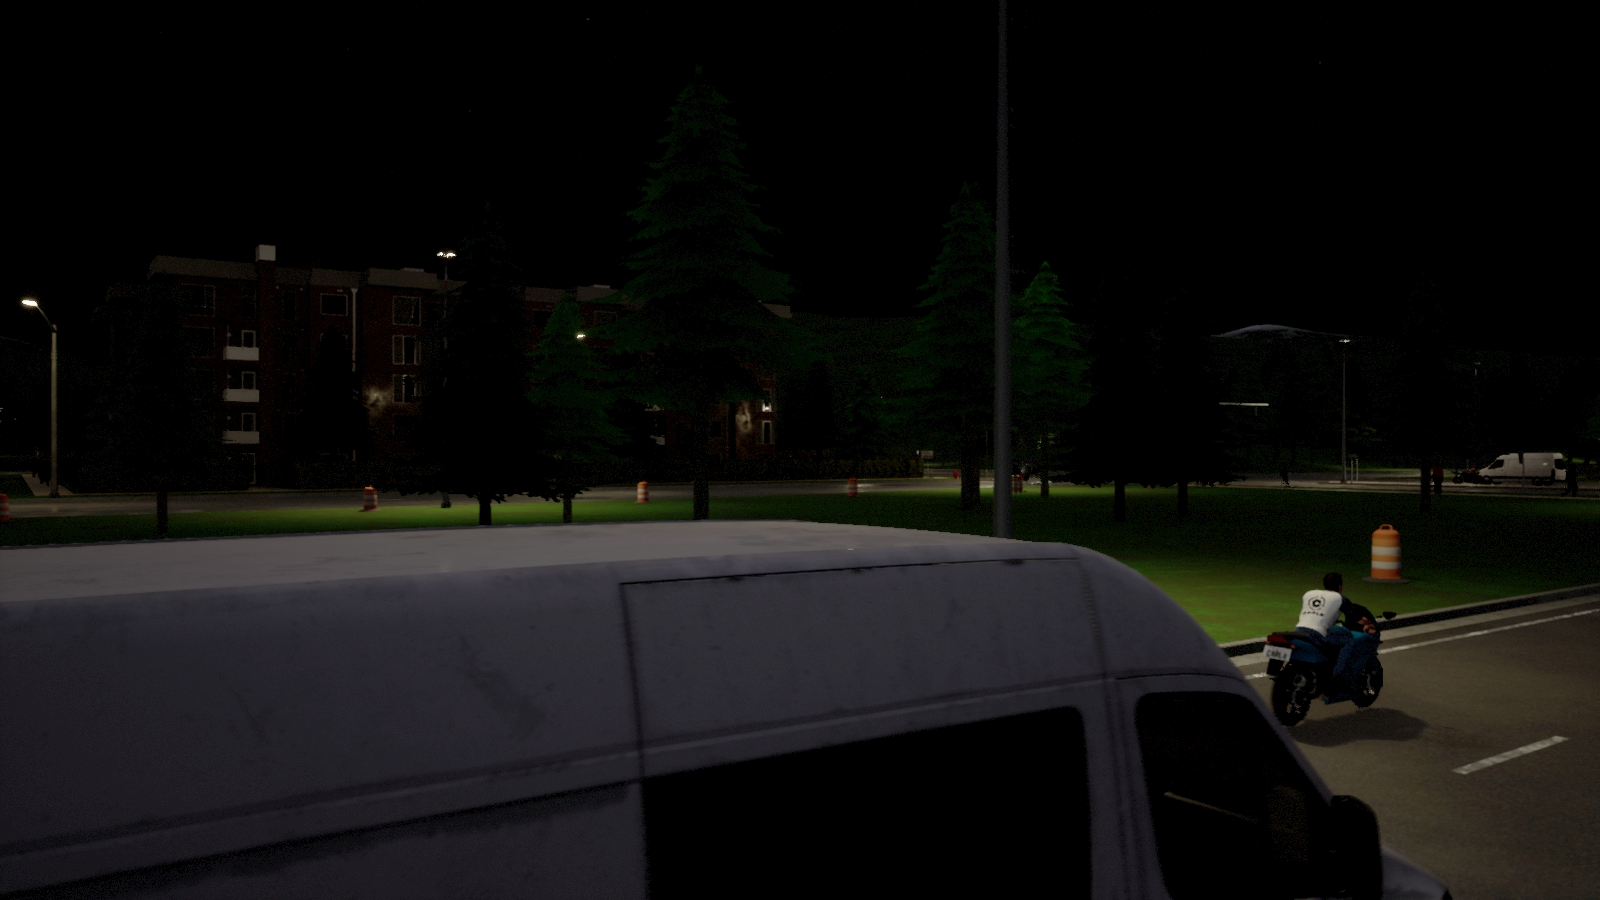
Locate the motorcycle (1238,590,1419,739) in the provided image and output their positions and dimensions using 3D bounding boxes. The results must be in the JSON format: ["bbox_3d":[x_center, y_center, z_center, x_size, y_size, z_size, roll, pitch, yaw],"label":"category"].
[{"bbox_3d":[5.541,2.182,11.936,2.033,1.199,0.803,0,0,-35],"label":"motorcycle"}]

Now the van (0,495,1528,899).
[{"bbox_3d":[-0.028,1.533,3.770,5.915,2.561,1.988,0,0,-35],"label":"van"}]
